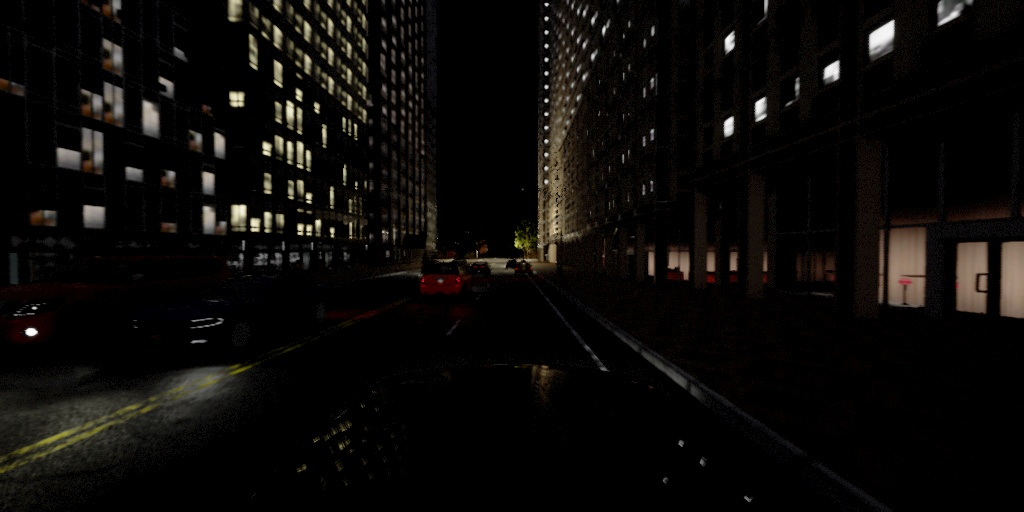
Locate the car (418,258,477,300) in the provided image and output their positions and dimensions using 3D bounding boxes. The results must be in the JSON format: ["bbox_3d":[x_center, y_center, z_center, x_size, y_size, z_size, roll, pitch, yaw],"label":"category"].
[{"bbox_3d":[-3.142,1.103,17.888,2.097,1.767,4.553,0,0,0],"label":"car"}]

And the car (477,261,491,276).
[{"bbox_3d":[-3.132,1.242,36.474,2.128,1.511,4.902,0,0,0],"label":"car"}]

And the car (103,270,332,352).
[{"bbox_3d":[-6.558,1.228,9.126,1.882,1.535,5.008,0,0,1],"label":"car"}]

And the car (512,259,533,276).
[{"bbox_3d":[1.156,1.205,36.761,1.801,1.575,5.366,0,0,0],"label":"car"}]

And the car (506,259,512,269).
[{"bbox_3d":[0.033,1.306,55.948,1.994,1.385,4.181,0,0,0],"label":"car"}]

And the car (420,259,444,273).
[{"bbox_3d":[-9.797,1.222,44.325,1.882,1.535,5.008,0,0,0],"label":"car"}]

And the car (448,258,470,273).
[{"bbox_3d":[-6.545,1.098,44.833,2.097,1.767,4.553,0,0,0],"label":"car"}]

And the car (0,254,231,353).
[{"bbox_3d":[-9.811,0.971,9.161,2.150,2.045,5.566,0,0,0],"label":"car"}]
